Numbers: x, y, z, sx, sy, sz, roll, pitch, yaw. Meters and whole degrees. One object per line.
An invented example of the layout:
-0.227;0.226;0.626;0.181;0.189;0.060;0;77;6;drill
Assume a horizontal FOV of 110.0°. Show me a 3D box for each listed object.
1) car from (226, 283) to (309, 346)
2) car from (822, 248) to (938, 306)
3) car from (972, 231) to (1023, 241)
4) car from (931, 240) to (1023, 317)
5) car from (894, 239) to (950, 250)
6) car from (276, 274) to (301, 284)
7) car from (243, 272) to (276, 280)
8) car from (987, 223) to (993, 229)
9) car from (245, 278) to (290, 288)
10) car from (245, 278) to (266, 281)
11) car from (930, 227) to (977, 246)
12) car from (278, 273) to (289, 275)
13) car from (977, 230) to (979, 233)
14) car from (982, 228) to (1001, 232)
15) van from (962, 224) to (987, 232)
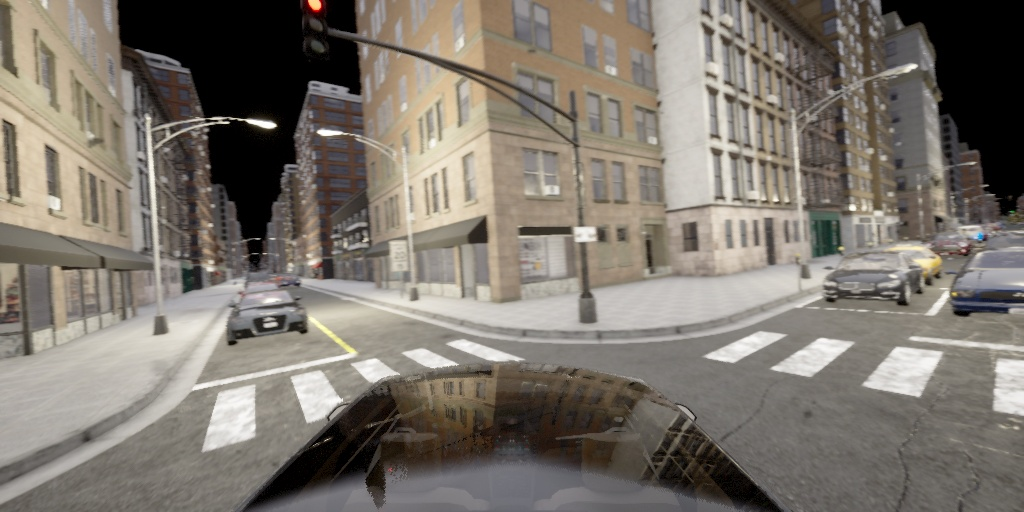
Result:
-7.950;1.830;11.670;1.994;1.385;4.181;-4;0;-36;car
10.804;0.563;10.657;4.403;1.370;2.007;0;0;-36;car
19.981;-0.133;14.174;4.892;1.490;1.837;-4;0;-36;car
11.626;0.494;8.186;5.357;1.411;2.033;-4;0;-35;car
15.044;0.231;13.714;4.829;1.417;1.751;0;0;-36;car
-25.408;3.003;41.022;1.895;1.301;4.718;-4;0;-36;car
-25.135;2.613;35.646;2.150;2.045;5.566;-4;0;-35;car
50.211;-2.430;39.062;5.009;1.841;2.192;0;0;-36;car
-13.034;2.125;18.753;1.812;1.442;4.674;-4;0;-36;car
-18.949;2.588;27.000;1.895;1.301;4.718;-4;0;-36;car
28.318;-0.774;23.281;4.097;1.591;1.967;0;0;-36;car
-31.560;3.157;49.563;2.097;1.767;4.553;-4;0;-36;car
32.559;-0.994;26.338;4.829;1.417;1.751;0;0;-36;car
28.477;-0.686;20.272;5.357;1.411;2.033;-4;0;-36;car
45.832;-2.098;35.906;3.998;1.789;1.690;0;0;-36;van
